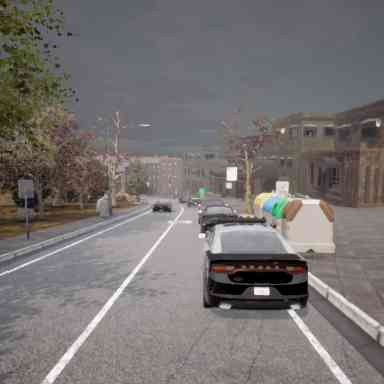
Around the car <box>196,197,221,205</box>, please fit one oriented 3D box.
[{"bbox_3d":[1.513,1.278,23.921,2.097,1.767,4.553,0,0,1],"label":"car"}]

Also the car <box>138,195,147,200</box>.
[{"bbox_3d":[-13.545,1.539,90.455,1.895,1.301,4.718,-2,1,-22],"label":"car"}]

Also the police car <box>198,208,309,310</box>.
[{"bbox_3d":[1.187,1.402,7.990,1.930,1.638,5.238,0,0,1],"label":"police car"}]

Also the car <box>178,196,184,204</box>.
[{"bbox_3d":[-1.248,1.357,60.169,1.994,1.385,4.181,-1,0,-11],"label":"car"}]

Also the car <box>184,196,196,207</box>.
[{"bbox_3d":[0.297,1.365,46.843,1.812,1.442,4.674,0,0,-5],"label":"car"}]

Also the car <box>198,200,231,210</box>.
[{"bbox_3d":[1.391,1.424,17.927,1.882,1.535,5.008,0,0,1],"label":"car"}]

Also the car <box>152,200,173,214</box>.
[{"bbox_3d":[-2.994,1.491,34.419,1.895,1.301,4.718,0,0,0],"label":"car"}]
